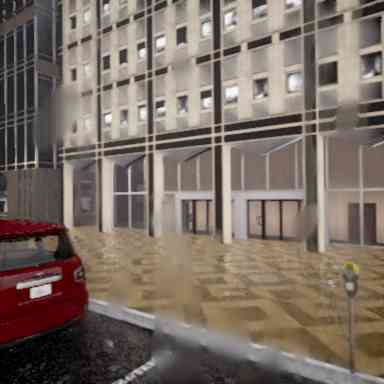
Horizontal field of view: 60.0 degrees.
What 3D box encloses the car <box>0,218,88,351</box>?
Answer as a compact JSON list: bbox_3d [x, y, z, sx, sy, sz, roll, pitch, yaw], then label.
[{"bbox_3d":[-3.877,1.374,5.647,5.009,1.841,2.192,-1,-1,36],"label":"car"}]
